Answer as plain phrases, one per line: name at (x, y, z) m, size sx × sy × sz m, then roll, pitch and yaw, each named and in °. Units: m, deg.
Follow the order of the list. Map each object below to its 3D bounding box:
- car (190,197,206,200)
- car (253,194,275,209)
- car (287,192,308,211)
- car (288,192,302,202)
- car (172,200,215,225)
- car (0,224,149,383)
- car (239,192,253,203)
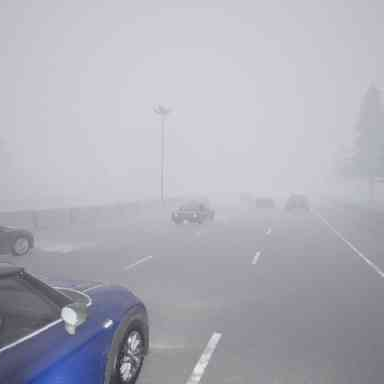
car at (0.687, 1.253, 36.772) m, size 1.812 × 1.442 × 4.674 m, roll 0°, pitch 1°, yaw 16°
car at (8.514, 1.143, 38.559) m, size 1.882 × 1.535 × 5.008 m, roll 0°, pitch 1°, yaw 16°
car at (11.487, 1.044, 36.268) m, size 2.097 × 1.767 × 4.553 m, roll 0°, pitch 1°, yaw 16°
car at (17.369, 0.733, 56.192) m, size 2.128 × 1.511 × 4.902 m, roll 0°, pitch 1°, yaw 16°
car at (0.252, 1.499, 22.935) m, size 1.895 × 1.301 × 4.718 m, roll 0°, pitch 1°, yaw 16°
car at (-2.066, 1.352, 2.720) m, size 2.097 × 1.767 × 4.553 m, roll 0°, pitch 0°, yaw 16°
car at (8.530, 0.781, 50.953) m, size 2.097 × 1.767 × 4.553 m, roll 0°, pitch 2°, yaw 15°
